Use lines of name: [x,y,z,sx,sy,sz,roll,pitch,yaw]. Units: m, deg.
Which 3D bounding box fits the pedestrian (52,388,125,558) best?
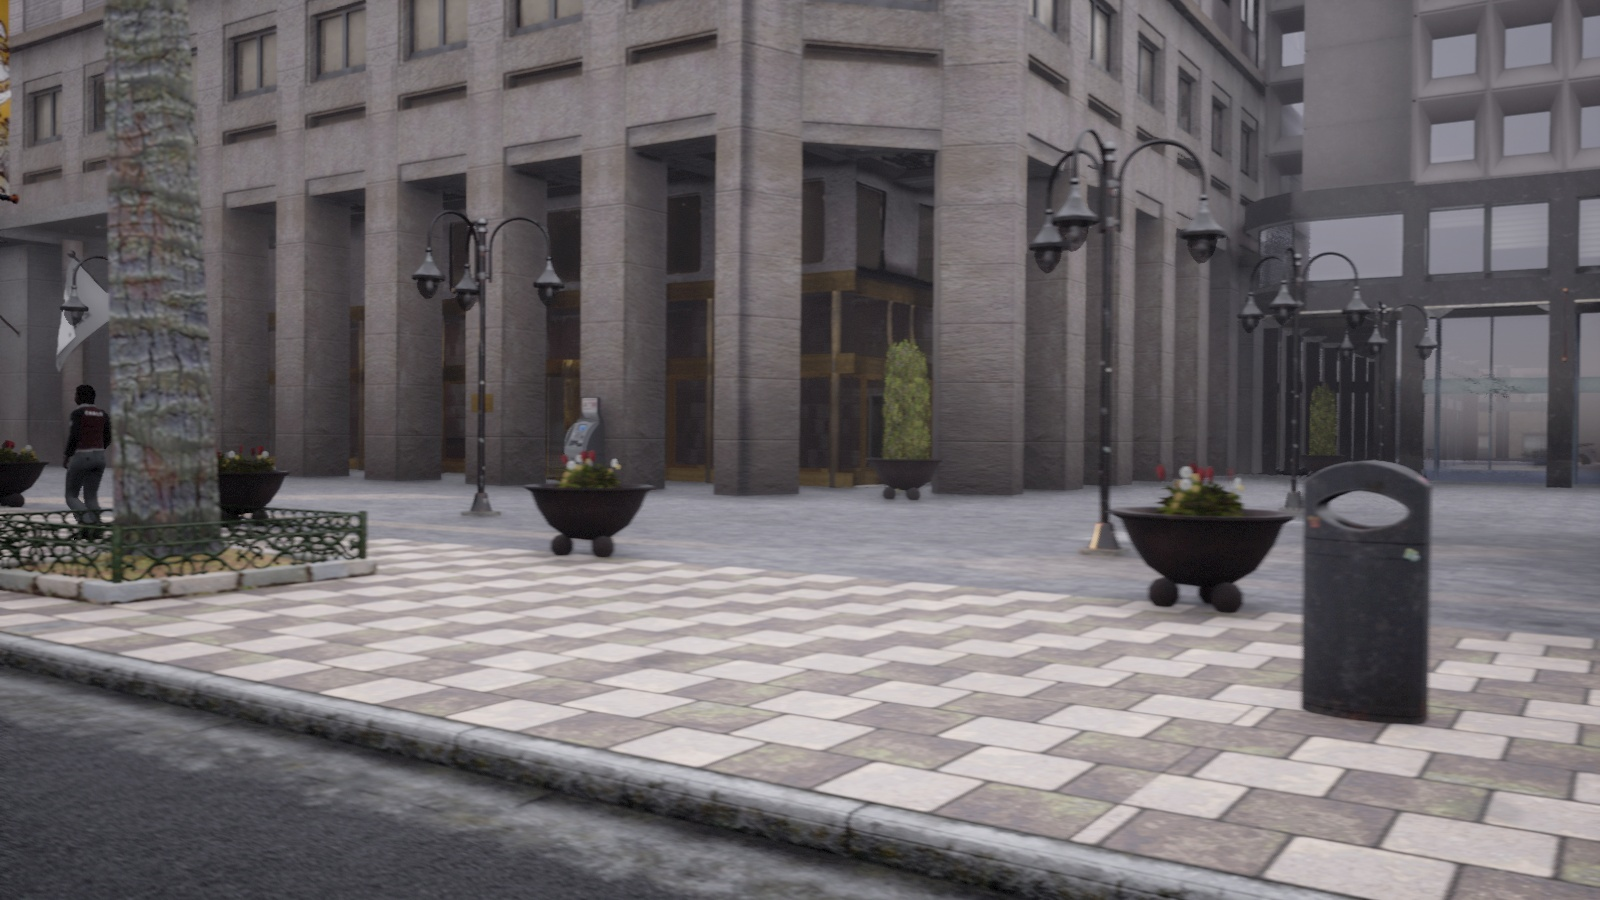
pedestrian: [-8.263,0.264,14.586,0.666,1.930,0.402,0,1,27]
